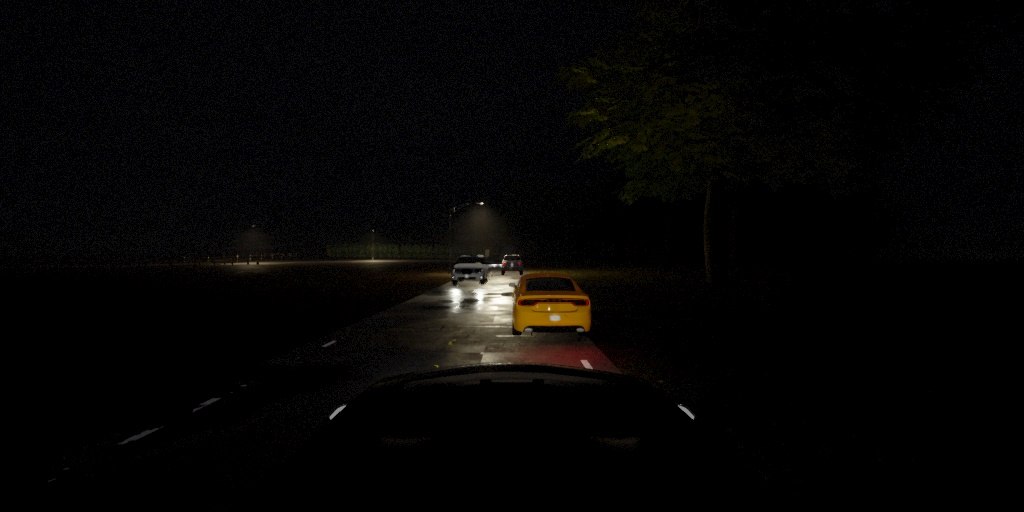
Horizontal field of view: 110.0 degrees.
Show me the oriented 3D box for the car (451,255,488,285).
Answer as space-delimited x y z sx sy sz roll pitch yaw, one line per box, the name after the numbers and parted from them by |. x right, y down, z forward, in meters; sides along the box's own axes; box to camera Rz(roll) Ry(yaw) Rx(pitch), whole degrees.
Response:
-2.888 0.931 25.600 2.150 2.045 5.566 0 0 0 | car

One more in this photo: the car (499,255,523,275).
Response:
0.014 0.894 37.980 2.150 2.045 5.566 0 0 0 | car

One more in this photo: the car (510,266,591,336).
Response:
0.949 1.217 10.408 1.882 1.535 5.008 0 0 0 | car
